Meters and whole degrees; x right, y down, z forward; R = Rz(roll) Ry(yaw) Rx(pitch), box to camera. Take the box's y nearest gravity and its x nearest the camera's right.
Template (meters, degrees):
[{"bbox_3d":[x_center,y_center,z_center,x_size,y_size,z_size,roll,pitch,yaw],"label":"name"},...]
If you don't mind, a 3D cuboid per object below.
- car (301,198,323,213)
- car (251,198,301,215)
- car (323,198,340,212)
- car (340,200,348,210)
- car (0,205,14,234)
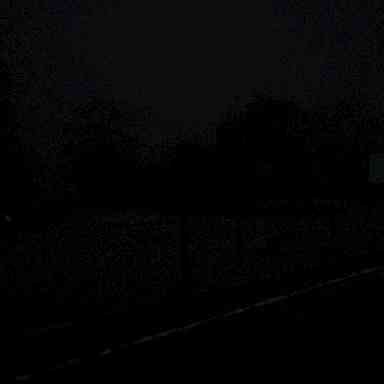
[{"bbox_3d":[10.657,1.412,35.121,2.231,1.521,4.892,0,0,-37],"label":"car"},{"bbox_3d":[8.043,1.466,33.147,2.002,1.452,4.674,0,0,-37],"label":"car"},{"bbox_3d":[13.261,1.396,37.105,2.097,1.535,5.008,0,0,-37],"label":"car"},{"bbox_3d":[15.777,1.422,38.997,2.002,1.452,4.674,0,0,-37],"label":"car"},{"bbox_3d":[-11.387,1.411,18.493,2.185,1.767,4.553,0,0,-37],"label":"car"}]
